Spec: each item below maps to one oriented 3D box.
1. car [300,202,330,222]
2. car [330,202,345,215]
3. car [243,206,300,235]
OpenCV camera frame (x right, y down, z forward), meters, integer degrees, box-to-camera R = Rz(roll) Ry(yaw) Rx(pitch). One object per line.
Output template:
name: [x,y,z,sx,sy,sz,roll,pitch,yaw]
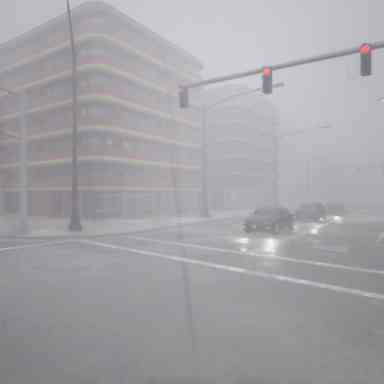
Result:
car: [9.995,1.626,28.078,1.837,1.490,4.892,0,0,33]
car: [15.509,1.742,36.612,1.895,1.301,4.718,0,0,33]
car: [4.648,1.607,19.792,1.837,1.490,4.892,0,0,33]
